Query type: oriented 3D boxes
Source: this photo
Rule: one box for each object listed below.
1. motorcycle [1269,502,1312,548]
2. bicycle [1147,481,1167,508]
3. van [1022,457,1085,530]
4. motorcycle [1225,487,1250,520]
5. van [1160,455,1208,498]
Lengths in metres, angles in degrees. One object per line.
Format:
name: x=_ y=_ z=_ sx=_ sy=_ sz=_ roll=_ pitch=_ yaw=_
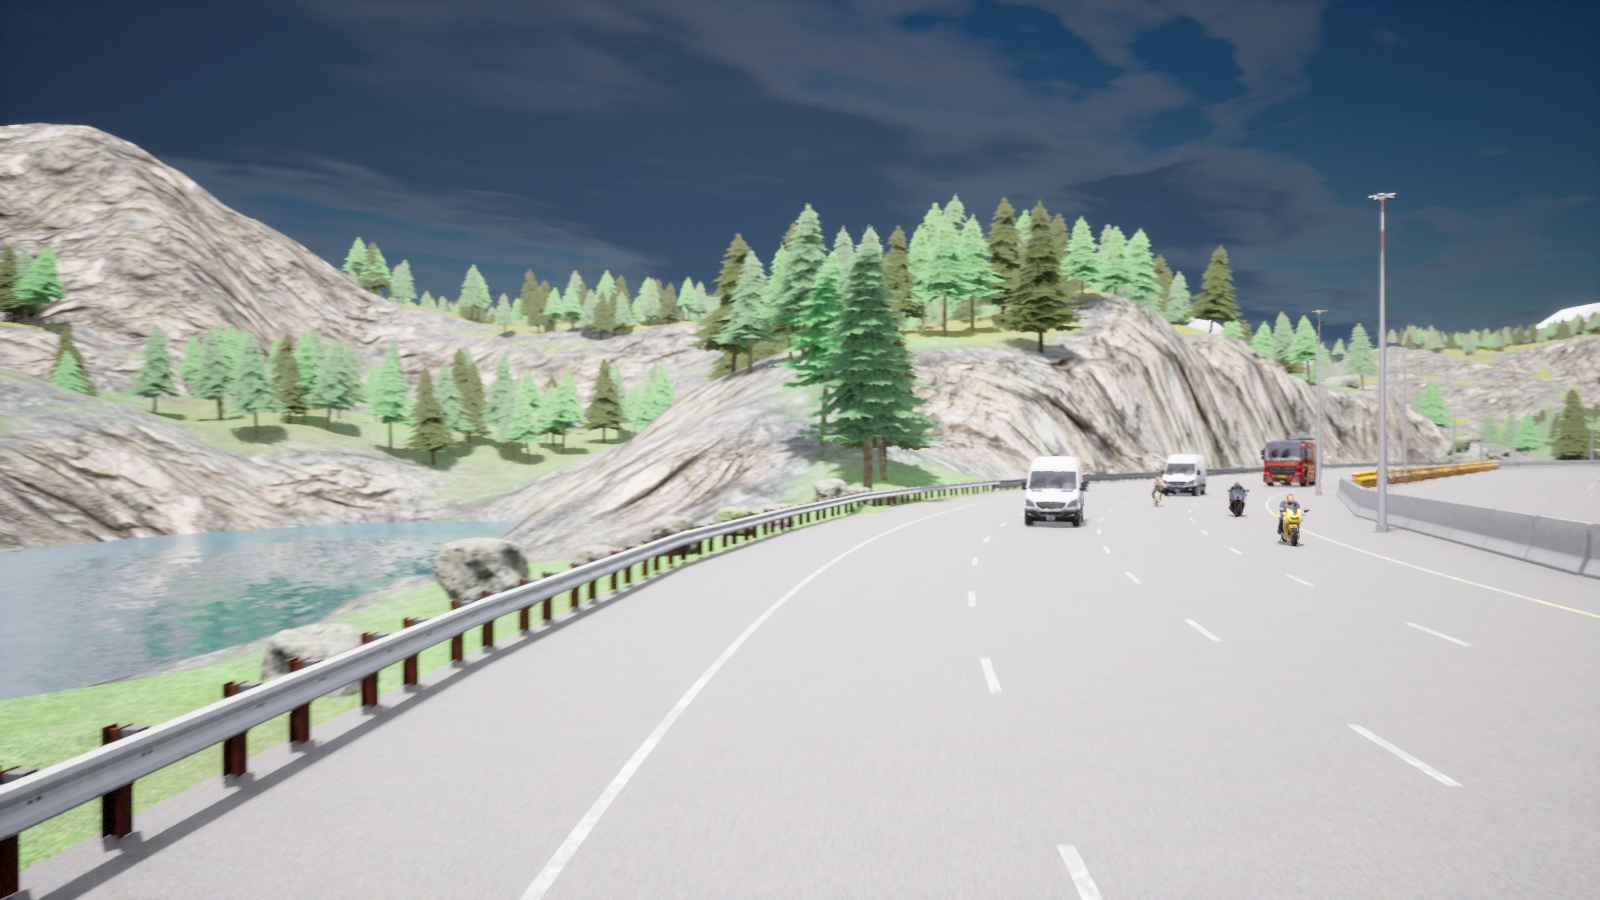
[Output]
motorcycle: x=14.490 y=2.204 z=33.823 sx=0.803 sy=1.217 sz=2.033 roll=0 pitch=0 yaw=13
bicycle: x=17.607 y=2.182 z=56.352 sx=0.859 sy=1.295 sz=1.487 roll=1 pitch=0 yaw=19
van: x=9.751 y=1.552 z=43.564 sx=1.988 sy=2.561 sz=5.915 roll=0 pitch=0 yaw=16
motorcycle: x=18.445 y=2.239 z=48.216 sx=0.867 sy=1.251 sz=2.209 roll=0 pitch=0 yaw=18
van: x=24.001 y=1.579 z=71.286 sx=1.988 sy=2.561 sz=5.915 roll=0 pitch=0 yaw=27
